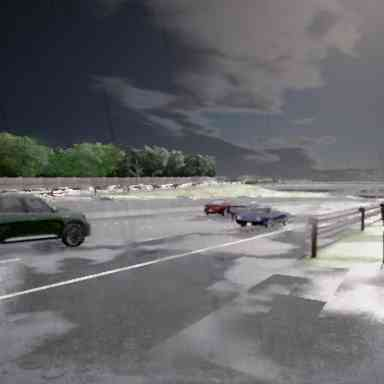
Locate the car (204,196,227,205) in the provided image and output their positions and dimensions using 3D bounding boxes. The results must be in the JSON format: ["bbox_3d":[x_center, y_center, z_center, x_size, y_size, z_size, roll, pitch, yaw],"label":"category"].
[{"bbox_3d":[4.058,1.469,56.843,1.812,1.442,4.674,1,0,36],"label":"car"}]

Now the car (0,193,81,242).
[{"bbox_3d":[-8.201,1.066,15.376,2.150,2.045,5.566,1,0,36],"label":"car"}]

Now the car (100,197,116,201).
[{"bbox_3d":[-10.367,1.324,36.704,1.837,1.490,4.892,1,0,36],"label":"car"}]

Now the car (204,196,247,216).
[{"bbox_3d":[3.071,1.443,31.091,1.882,1.535,5.008,1,0,36],"label":"car"}]

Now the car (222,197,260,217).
[{"bbox_3d":[4.889,1.482,27.617,2.128,1.511,4.902,1,0,36],"label":"car"}]

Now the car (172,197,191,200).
[{"bbox_3d":[-1.458,1.384,43.129,2.128,1.511,4.902,1,0,36],"label":"car"}]

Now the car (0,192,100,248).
[{"bbox_3d":[-6.360,1.080,11.944,2.150,2.045,5.566,1,0,36],"label":"car"}]

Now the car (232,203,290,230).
[{"bbox_3d":[4.696,1.604,21.502,1.895,1.301,4.718,1,0,36],"label":"car"}]

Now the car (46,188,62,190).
[{"bbox_3d":[-24.092,0.058,57.210,1.837,1.490,4.892,1,2,22],"label":"car"}]
